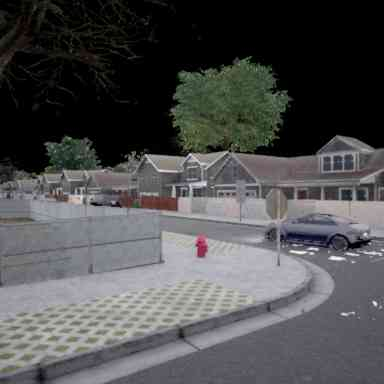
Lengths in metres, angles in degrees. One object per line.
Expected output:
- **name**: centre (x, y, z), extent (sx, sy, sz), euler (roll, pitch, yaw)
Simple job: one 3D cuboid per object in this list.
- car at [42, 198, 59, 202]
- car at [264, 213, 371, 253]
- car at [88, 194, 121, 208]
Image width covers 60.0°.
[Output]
- **car**: centre (-19.780, 1.524, 46.168), extent (1.882, 1.535, 5.008), euler (0, 0, -36)
- **car**: centre (5.155, 1.584, 14.010), extent (4.181, 1.385, 1.994), euler (0, 1, 45)
- **car**: centre (-9.853, 1.268, 37.259), extent (2.150, 2.045, 5.566), euler (0, 0, -36)
